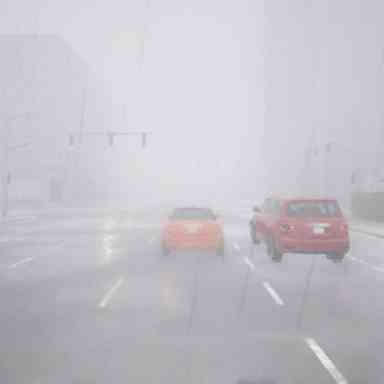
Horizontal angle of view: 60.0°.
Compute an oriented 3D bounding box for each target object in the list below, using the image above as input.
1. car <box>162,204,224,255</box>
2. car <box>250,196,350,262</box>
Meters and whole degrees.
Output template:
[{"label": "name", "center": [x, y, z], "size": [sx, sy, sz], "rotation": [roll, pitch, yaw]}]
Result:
[{"label": "car", "center": [0.046, 1.250, 12.909], "size": [2.097, 1.767, 4.553], "rotation": [0, 0, 1]}, {"label": "car", "center": [3.533, 1.129, 11.891], "size": [2.150, 2.045, 5.566], "rotation": [0, 1, 1]}]
